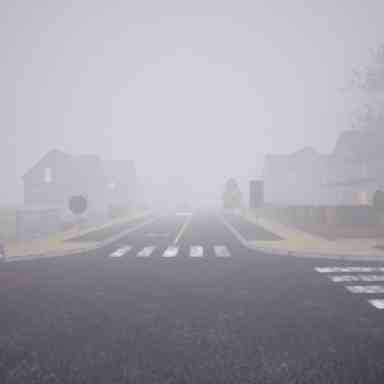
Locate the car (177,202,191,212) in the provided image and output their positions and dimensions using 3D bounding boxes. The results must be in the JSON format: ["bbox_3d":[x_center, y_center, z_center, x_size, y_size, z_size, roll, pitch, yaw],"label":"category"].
[{"bbox_3d":[-1.189,2.240,51.067,2.128,1.511,4.902,0,-1,2],"label":"car"}]

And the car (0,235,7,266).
[{"bbox_3d":[-7.809,1.693,8.878,5.008,1.535,1.882,-1,3,-12],"label":"car"}]
